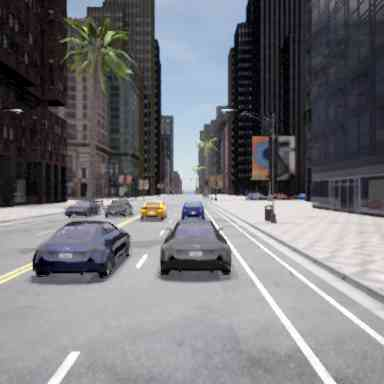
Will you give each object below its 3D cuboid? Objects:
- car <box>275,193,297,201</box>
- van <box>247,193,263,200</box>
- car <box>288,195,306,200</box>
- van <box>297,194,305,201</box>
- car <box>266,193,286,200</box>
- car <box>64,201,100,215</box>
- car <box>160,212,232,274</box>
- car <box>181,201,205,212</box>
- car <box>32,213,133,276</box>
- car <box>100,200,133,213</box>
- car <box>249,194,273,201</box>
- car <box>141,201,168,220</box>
[{"bbox_3d":[22.731,1.566,81.738,4.206,1.307,1.802,0,0,0],"label":"car"},{"bbox_3d":[17.047,1.305,90.260,3.998,1.788,1.690,0,0,0],"label":"van"},{"bbox_3d":[28.402,1.539,90.267,4.206,1.307,1.802,0,0,0],"label":"car"},{"bbox_3d":[28.409,1.322,81.741,3.998,1.788,1.690,0,0,0],"label":"van"},{"bbox_3d":[22.724,1.275,90.262,5.009,1.841,2.192,0,0,0],"label":"car"},{"bbox_3d":[-9.836,1.539,30.396,2.033,1.411,5.357,0,0,0],"label":"car"},{"bbox_3d":[0.098,1.560,10.555,1.994,1.385,4.181,0,0,0],"label":"car"},{"bbox_3d":[0.094,1.470,28.394,1.882,1.535,5.008,0,0,0],"label":"car"},{"bbox_3d":[-3.152,1.560,10.310,1.994,1.385,4.181,0,0,0],"label":"car"},{"bbox_3d":[-6.586,1.497,30.289,1.837,1.490,4.892,0,0,0],"label":"car"},{"bbox_3d":[17.053,1.539,81.735,4.403,1.369,2.008,0,0,0],"label":"car"},{"bbox_3d":[-3.155,1.470,28.371,1.882,1.535,5.008,0,0,0],"label":"car"}]
